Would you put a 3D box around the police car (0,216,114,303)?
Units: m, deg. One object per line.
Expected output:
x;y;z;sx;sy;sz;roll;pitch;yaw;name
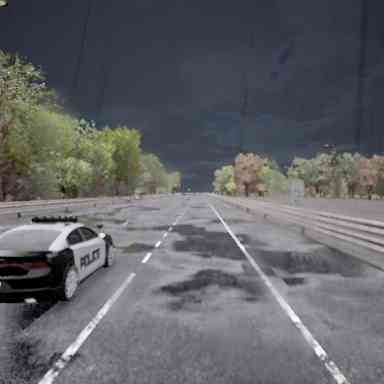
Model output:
-3.366;1.426;8.370;1.930;1.638;5.238;0;0;1;police car
